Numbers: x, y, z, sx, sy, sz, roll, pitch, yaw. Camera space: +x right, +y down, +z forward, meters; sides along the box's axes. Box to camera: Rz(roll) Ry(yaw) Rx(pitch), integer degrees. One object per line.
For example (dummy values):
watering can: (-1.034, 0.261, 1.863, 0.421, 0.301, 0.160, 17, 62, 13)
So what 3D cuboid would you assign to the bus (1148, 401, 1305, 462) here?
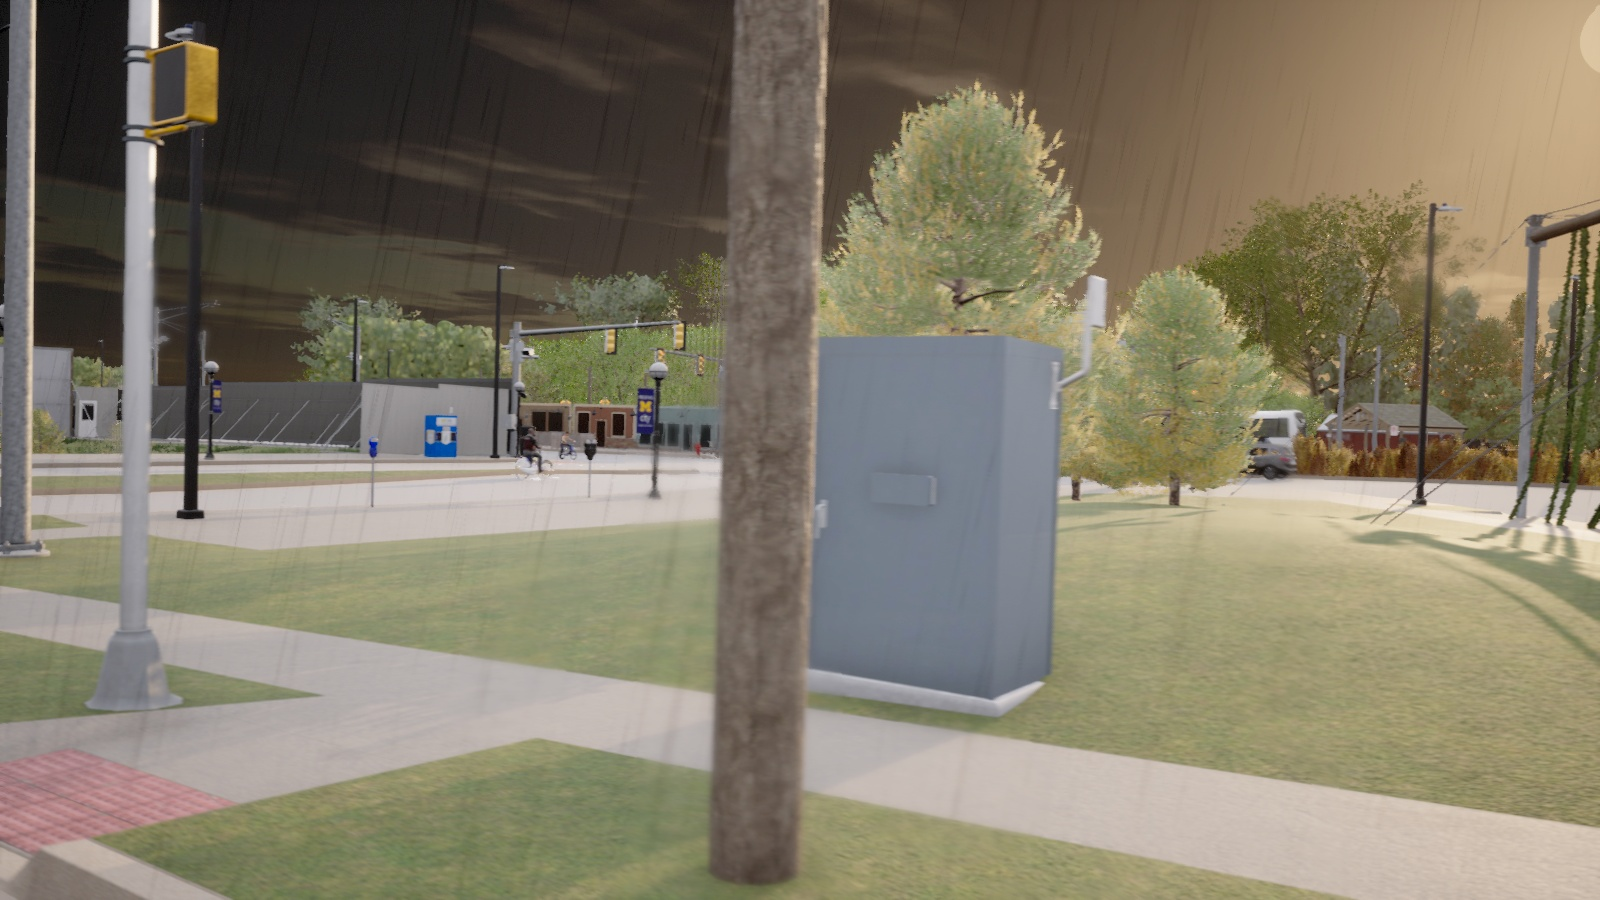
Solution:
bus: (31.425, -1.301, 92.725, 10.273, 4.253, 3.944, 0, 0, 35)

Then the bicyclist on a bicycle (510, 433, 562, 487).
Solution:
bicyclist on a bicycle: (-9.006, 0.316, 42.914, 0.659, 1.776, 1.843, 1, 2, 30)

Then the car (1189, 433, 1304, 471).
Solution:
car: (20.789, 0.099, 58.556, 4.611, 1.667, 2.242, 0, 1, 34)
